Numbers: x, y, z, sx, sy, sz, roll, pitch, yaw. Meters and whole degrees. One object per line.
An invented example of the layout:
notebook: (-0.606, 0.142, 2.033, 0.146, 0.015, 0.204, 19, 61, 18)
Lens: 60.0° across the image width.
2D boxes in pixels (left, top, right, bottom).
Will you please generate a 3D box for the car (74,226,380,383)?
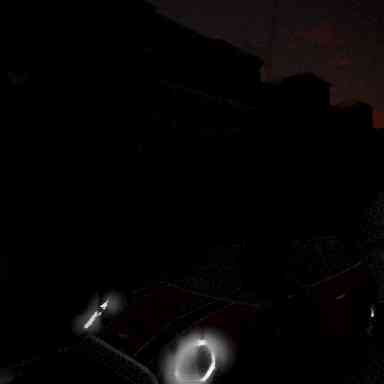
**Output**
car: (0.814, 1.398, 4.551, 4.553, 1.767, 2.097, 0, -1, -45)
